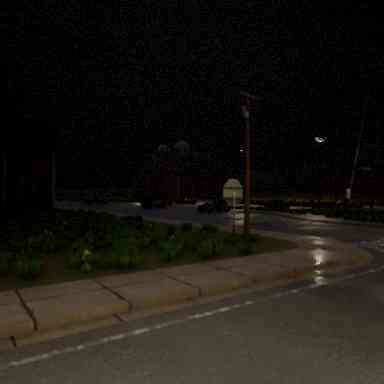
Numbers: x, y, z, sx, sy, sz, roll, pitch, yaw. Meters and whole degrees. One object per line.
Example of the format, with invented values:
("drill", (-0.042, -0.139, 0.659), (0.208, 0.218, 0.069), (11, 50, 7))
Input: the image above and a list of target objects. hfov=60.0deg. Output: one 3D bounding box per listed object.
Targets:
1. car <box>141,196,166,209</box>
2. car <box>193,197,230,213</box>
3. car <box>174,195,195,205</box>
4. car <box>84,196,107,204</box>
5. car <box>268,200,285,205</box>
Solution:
("car", (-5.828, 1.514, 49.997), (3.866, 1.878, 1.905), (1, 0, -36))
("car", (2.594, 1.712, 39.454), (4.193, 1.474, 1.816), (1, 0, -36))
("car", (-1.154, 1.619, 66.049), (4.605, 1.855, 1.932), (1, 0, -36))
("car", (-20.129, 1.679, 69.527), (4.611, 1.667, 2.242), (1, 0, -36))
("car", (12.269, 1.833, 48.016), (3.905, 1.438, 1.784), (1, 0, -36))
